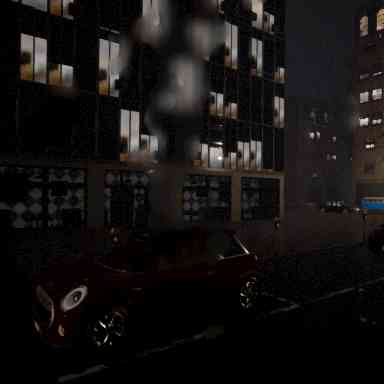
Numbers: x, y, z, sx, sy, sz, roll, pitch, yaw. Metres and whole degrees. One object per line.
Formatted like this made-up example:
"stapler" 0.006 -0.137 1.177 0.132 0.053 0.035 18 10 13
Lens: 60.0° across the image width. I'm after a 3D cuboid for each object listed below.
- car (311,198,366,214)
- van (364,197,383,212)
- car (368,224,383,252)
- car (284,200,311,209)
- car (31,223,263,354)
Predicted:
"car" 15.243 1.620 34.821 2.008 1.369 4.403 0 -1 -35
"van" 22.128 1.524 39.601 1.690 1.788 3.998 0 -1 -35
"car" 8.406 1.567 12.545 4.313 1.339 1.947 0 1 -35
"car" 15.697 1.787 48.854 1.752 1.417 4.829 0 -1 -35
"car" -0.669 1.441 6.068 4.097 1.590 1.967 0 1 -35
